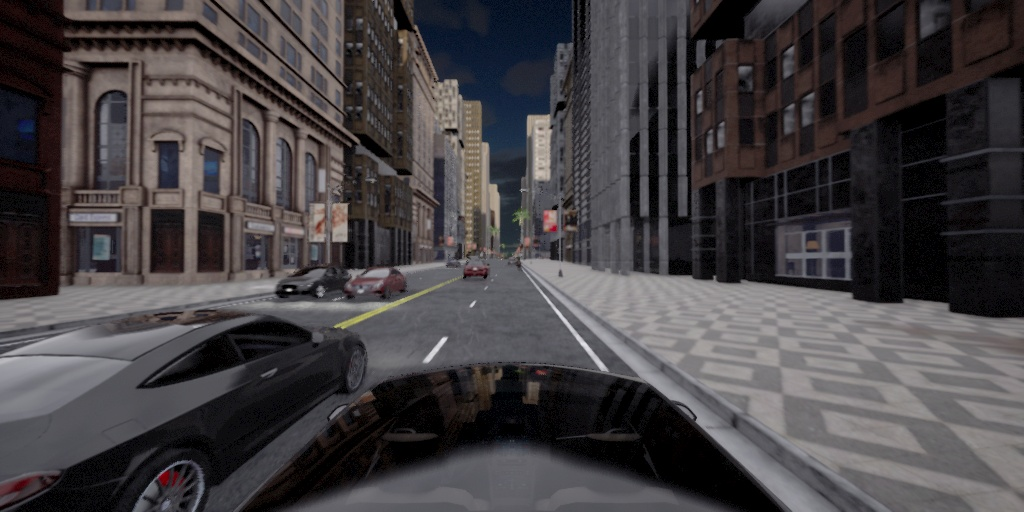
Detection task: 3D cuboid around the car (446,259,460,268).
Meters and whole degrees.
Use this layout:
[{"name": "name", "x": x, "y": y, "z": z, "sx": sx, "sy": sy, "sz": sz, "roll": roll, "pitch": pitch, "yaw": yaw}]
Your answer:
[{"name": "car", "x": -9.760, "y": 1.277, "z": 60.028, "sx": 2.033, "sy": 1.411, "sz": 5.357, "roll": 0, "pitch": 0, "yaw": 1}]

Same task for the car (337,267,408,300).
[{"name": "car", "x": -6.596, "y": 1.277, "z": 17.972, "sx": 1.812, "sy": 1.442, "sz": 4.674, "roll": 0, "pitch": 0, "yaw": 0}]

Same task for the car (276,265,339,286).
[{"name": "car", "x": -9.845, "y": 1.256, "z": 18.256, "sx": 1.837, "sy": 1.490, "sz": 4.892, "roll": 0, "pitch": 0, "yaw": 0}]

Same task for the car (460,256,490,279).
[{"name": "car", "x": -3.142, "y": 1.099, "z": 32.810, "sx": 2.097, "sy": 1.767, "sz": 4.553, "roll": 0, "pitch": 0, "yaw": 0}]

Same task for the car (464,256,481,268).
[{"name": "car", "x": -6.516, "y": 0.953, "z": 59.999, "sx": 2.150, "sy": 2.045, "sz": 5.566, "roll": 0, "pitch": 0, "yaw": 1}]

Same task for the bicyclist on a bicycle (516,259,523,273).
[{"name": "bicyclist on a bicycle", "x": 0.906, "y": 1.195, "z": 42.877, "sx": 0.582, "sy": 1.620, "sz": 1.656, "roll": 0, "pitch": 0, "yaw": 0}]

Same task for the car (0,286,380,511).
[{"name": "car", "x": -3.160, "y": 1.276, "z": 3.663, "sx": 1.812, "sy": 1.442, "sz": 4.674, "roll": 0, "pitch": 0, "yaw": 0}]
